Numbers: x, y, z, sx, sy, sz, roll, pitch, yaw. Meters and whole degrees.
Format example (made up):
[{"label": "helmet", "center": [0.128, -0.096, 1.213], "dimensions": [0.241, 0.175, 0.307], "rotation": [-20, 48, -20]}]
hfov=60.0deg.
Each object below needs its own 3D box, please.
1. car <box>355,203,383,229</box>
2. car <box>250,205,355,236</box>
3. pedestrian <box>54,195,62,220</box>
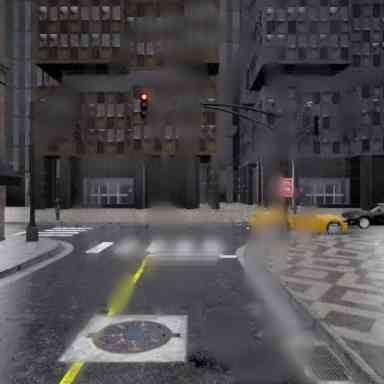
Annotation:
[{"label": "car", "center": [12.056, 1.458, 21.021], "dimensions": [5.008, 1.535, 1.882], "rotation": [0, 0, 1]}, {"label": "car", "center": [5.654, 1.467, 17.898], "dimensions": [5.008, 1.535, 1.882], "rotation": [0, 0, 1]}, {"label": "pedestrian", "center": [-9.815, 1.153, 24.321], "dimensions": [0.375, 1.860, 0.375], "rotation": [0, 0, 1]}]
